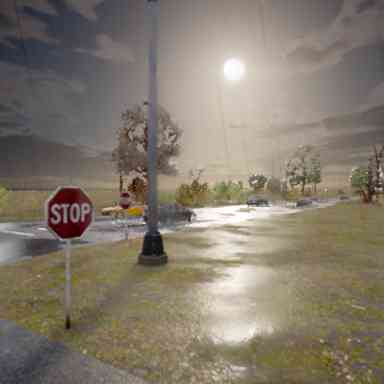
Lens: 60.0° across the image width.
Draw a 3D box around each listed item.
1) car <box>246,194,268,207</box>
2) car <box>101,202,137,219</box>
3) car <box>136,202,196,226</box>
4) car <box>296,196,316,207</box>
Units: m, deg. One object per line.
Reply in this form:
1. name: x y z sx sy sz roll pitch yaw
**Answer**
1. car: 11.076 1.443 56.246 2.150 2.045 5.566 0 0 34
2. car: -6.083 1.598 30.539 1.882 1.535 5.008 0 0 34
3. car: -1.567 1.605 24.673 1.837 1.490 4.892 0 0 34
4. car: 18.745 1.713 55.398 1.837 1.490 4.892 1 0 31
